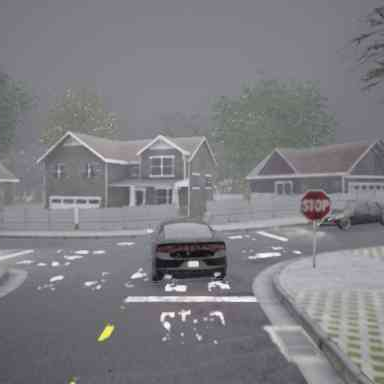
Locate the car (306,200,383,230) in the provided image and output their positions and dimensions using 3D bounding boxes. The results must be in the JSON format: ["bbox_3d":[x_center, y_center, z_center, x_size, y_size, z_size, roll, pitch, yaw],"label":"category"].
[{"bbox_3d":[8.894,1.156,18.180,5.357,1.411,2.033,-2,2,-23],"label":"car"}]

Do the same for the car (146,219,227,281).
[{"bbox_3d":[-0.326,1.548,10.099,1.882,1.535,5.008,-1,-1,-8],"label":"car"}]
